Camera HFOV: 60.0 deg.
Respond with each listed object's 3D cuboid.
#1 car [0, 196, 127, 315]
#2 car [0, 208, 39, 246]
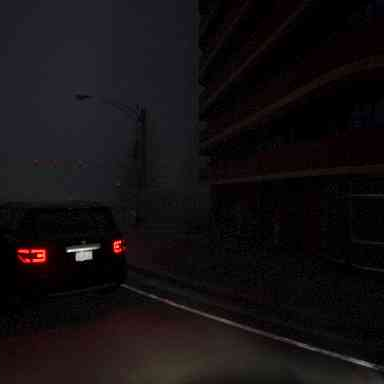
[{"bbox_3d":[-3.610,1.221,7.932,2.150,2.045,5.566,0,0,-40],"label":"car"},{"bbox_3d":[-8.473,1.564,15.906,1.994,1.385,4.181,0,0,-26],"label":"car"}]
